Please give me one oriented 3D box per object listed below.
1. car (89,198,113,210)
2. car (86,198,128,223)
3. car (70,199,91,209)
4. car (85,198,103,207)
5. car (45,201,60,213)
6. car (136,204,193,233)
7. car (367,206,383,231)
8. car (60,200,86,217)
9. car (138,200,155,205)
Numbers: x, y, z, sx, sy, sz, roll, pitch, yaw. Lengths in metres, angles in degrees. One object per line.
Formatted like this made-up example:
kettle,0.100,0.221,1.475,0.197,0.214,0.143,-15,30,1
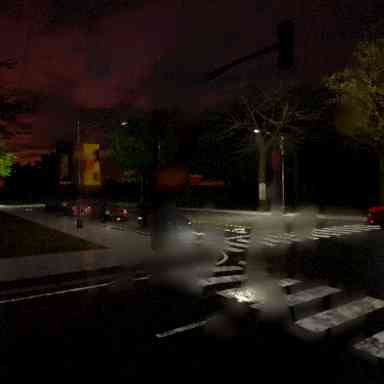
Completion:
car,-13.791,1.783,50.392,2.097,1.767,4.553,-1,0,-35
car,-7.475,1.717,29.819,2.097,1.767,4.553,-1,0,-35
car,-19.656,2.079,58.701,2.033,1.411,5.357,-1,0,-35
car,-18.641,1.998,63.063,1.837,1.490,4.892,-1,0,-35
car,-19.310,2.043,46.814,1.882,1.535,5.008,-1,0,-35
car,-1.975,1.820,22.069,2.033,1.411,5.357,-1,0,-29
car,12.892,1.180,18.520,5.566,2.045,2.150,-1,2,28
car,-13.087,1.812,37.837,2.097,1.767,4.553,-1,0,-35
car,-5.905,1.839,44.914,1.994,1.385,4.181,-1,0,-35
